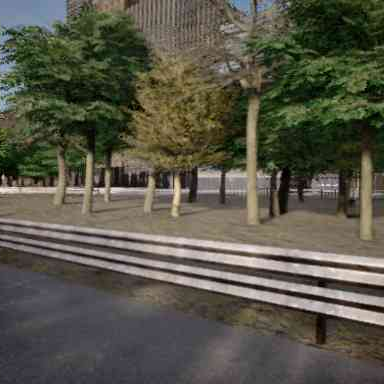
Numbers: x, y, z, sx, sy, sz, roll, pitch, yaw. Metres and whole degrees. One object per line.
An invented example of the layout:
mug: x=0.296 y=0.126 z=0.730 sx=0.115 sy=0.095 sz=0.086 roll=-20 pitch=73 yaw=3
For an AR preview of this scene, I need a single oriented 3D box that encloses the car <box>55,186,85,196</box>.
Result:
car: x=-18.177 y=-0.122 z=50.921 sx=5.366 sy=1.575 sz=1.801 roll=0 pitch=1 yaw=-5
